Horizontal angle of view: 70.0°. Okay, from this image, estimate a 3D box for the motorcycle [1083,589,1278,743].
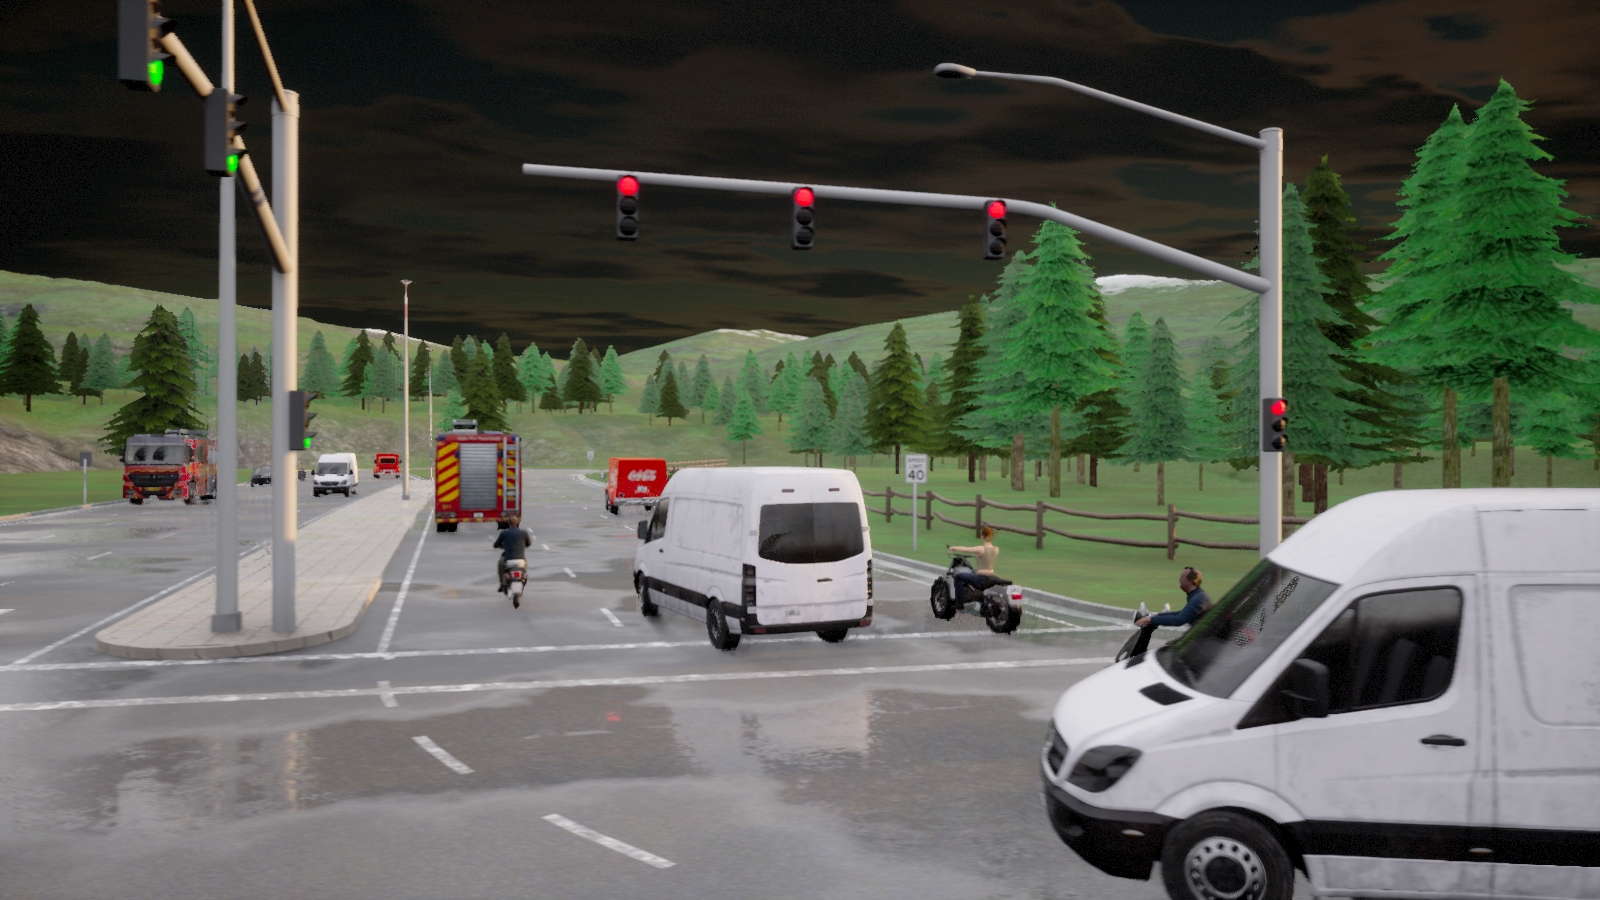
[{"bbox_3d":[3.895,2.156,11.689,1.805,1.316,0.856,0,-2,25],"label":"motorcycle"}]

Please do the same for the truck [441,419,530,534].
[{"bbox_3d":[-11.816,0.898,42.611,2.891,3.827,8.468,0,0,-17],"label":"truck"}]

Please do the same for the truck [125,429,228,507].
[{"bbox_3d":[-32.563,0.875,60.023,2.891,3.827,8.468,0,0,-16],"label":"truck"}]

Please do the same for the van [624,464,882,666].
[{"bbox_3d":[-1.002,1.545,18.074,1.988,2.561,5.915,0,0,-24],"label":"van"}]

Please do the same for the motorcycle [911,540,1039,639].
[{"bbox_3d":[2.738,2.171,18.175,0.764,1.307,2.356,2,-1,-26],"label":"motorcycle"}]

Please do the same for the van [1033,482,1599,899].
[{"bbox_3d":[4.559,1.547,7.296,5.915,2.561,1.988,0,1,8],"label":"van"}]

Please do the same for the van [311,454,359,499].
[{"bbox_3d":[-28.057,1.531,69.094,1.988,2.561,5.915,0,0,-15],"label":"van"}]

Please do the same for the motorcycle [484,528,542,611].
[{"bbox_3d":[-5.257,2.147,20.856,0.856,1.316,1.805,1,0,-19],"label":"motorcycle"}]

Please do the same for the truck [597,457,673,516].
[{"bbox_3d":[-7.554,1.587,51.866,2.627,2.467,5.204,0,0,-17],"label":"truck"}]
